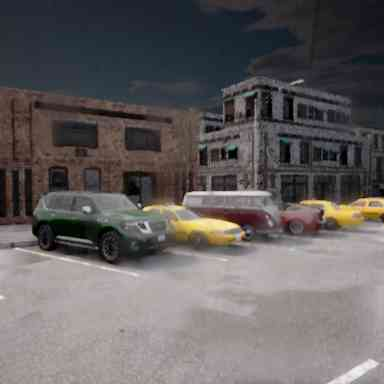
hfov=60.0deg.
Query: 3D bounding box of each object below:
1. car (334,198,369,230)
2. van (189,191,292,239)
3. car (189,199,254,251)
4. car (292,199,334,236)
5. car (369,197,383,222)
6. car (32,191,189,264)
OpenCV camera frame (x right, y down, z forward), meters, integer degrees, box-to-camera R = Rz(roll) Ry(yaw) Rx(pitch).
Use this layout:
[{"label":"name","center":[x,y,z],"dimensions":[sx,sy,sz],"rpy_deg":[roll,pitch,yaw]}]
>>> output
[{"label":"car","center":[6.318,1.143,18.078],"dimensions":[5.366,1.575,1.946],"rpy_deg":[0,1,35]},{"label":"van","center":[1.748,0.967,14.558],"dimensions":[4.442,1.987,1.878],"rpy_deg":[0,0,35]},{"label":"car","center":[-0.607,1.213,12.841],"dimensions":[5.366,1.575,1.946],"rpy_deg":[0,0,35]},{"label":"car","center":[4.034,1.199,16.313],"dimensions":[4.792,1.488,2.163],"rpy_deg":[0,1,35]},{"label":"car","center":[11.137,1.096,21.414],"dimensions":[5.366,1.575,1.946],"rpy_deg":[0,1,35]},{"label":"car","center":[-3.146,0.990,11.250],"dimensions":[5.566,2.045,2.435],"rpy_deg":[0,1,35]}]
